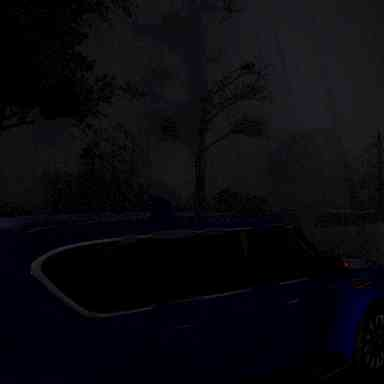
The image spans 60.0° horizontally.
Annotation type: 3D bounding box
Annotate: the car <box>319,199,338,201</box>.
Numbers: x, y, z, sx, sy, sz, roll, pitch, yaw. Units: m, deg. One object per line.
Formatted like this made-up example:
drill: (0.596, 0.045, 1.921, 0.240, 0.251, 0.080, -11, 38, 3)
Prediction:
car: (17.380, 1.556, 42.144, 2.033, 1.411, 5.357, 0, 0, -28)

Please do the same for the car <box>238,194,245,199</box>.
car: (8.980, 1.332, 59.189, 2.150, 2.045, 5.566, 0, 0, -25)

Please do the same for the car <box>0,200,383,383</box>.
car: (0.200, 1.221, 3.844, 5.566, 2.045, 2.150, 0, 0, -35)
